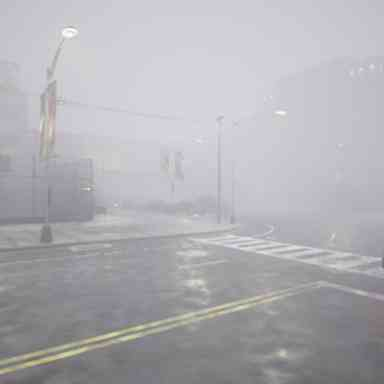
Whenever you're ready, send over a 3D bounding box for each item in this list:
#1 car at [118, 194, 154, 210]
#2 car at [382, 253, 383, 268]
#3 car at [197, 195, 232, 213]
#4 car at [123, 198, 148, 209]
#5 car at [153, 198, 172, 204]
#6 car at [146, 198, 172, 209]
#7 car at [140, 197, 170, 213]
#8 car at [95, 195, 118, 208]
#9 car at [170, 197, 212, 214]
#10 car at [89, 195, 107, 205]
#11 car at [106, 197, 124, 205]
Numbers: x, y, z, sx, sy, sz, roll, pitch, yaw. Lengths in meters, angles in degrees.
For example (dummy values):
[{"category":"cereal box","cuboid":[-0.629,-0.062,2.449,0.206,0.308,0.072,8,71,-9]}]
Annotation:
[{"category":"car","cuboid":[-7.443,1.522,43.949,2.185,1.767,4.553,1,0,-36]},{"category":"car","cuboid":[7.068,1.691,8.515,4.718,1.301,1.895,1,0,-31]},{"category":"car","cuboid":[2.488,1.444,41.049,2.150,2.045,5.566,1,0,-35]},{"category":"car","cuboid":[-8.677,1.671,50.824,1.882,1.535,5.008,1,0,-35]},{"category":"car","cuboid":[-6.436,1.907,71.592,1.895,1.301,4.718,1,0,-36]},{"category":"car","cuboid":[-5.218,1.701,51.993,1.882,1.535,5.008,1,0,-35]},{"category":"car","cuboid":[-3.625,1.648,38.779,2.097,1.535,5.008,1,0,-36]},{"category":"car","cuboid":[-13.629,1.650,52.772,2.231,1.521,4.892,1,0,-26]},{"category":"car","cuboid":[-0.154,1.695,38.718,1.837,1.490,4.892,1,0,-35]},{"category":"car","cuboid":[-18.353,1.552,64.844,2.097,1.767,4.553,1,0,-35]},{"category":"car","cuboid":[-15.454,1.774,66.802,1.837,1.490,4.892,1,0,-35]}]
